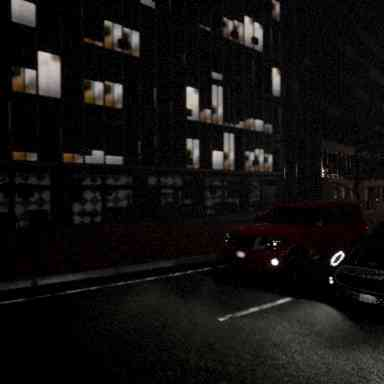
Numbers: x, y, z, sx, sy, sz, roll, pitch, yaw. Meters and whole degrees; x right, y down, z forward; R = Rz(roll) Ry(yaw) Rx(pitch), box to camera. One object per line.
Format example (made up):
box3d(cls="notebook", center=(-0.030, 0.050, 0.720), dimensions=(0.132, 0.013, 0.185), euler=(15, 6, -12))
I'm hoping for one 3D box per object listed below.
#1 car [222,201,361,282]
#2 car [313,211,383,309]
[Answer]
box3d(cls="car", center=(3.462, 1.314, 10.473), dimensions=(5.566, 2.045, 2.150), euler=(1, 0, -38))
box3d(cls="car", center=(5.071, 1.434, 7.646), dimensions=(4.553, 1.767, 2.097), euler=(1, -1, -38))
